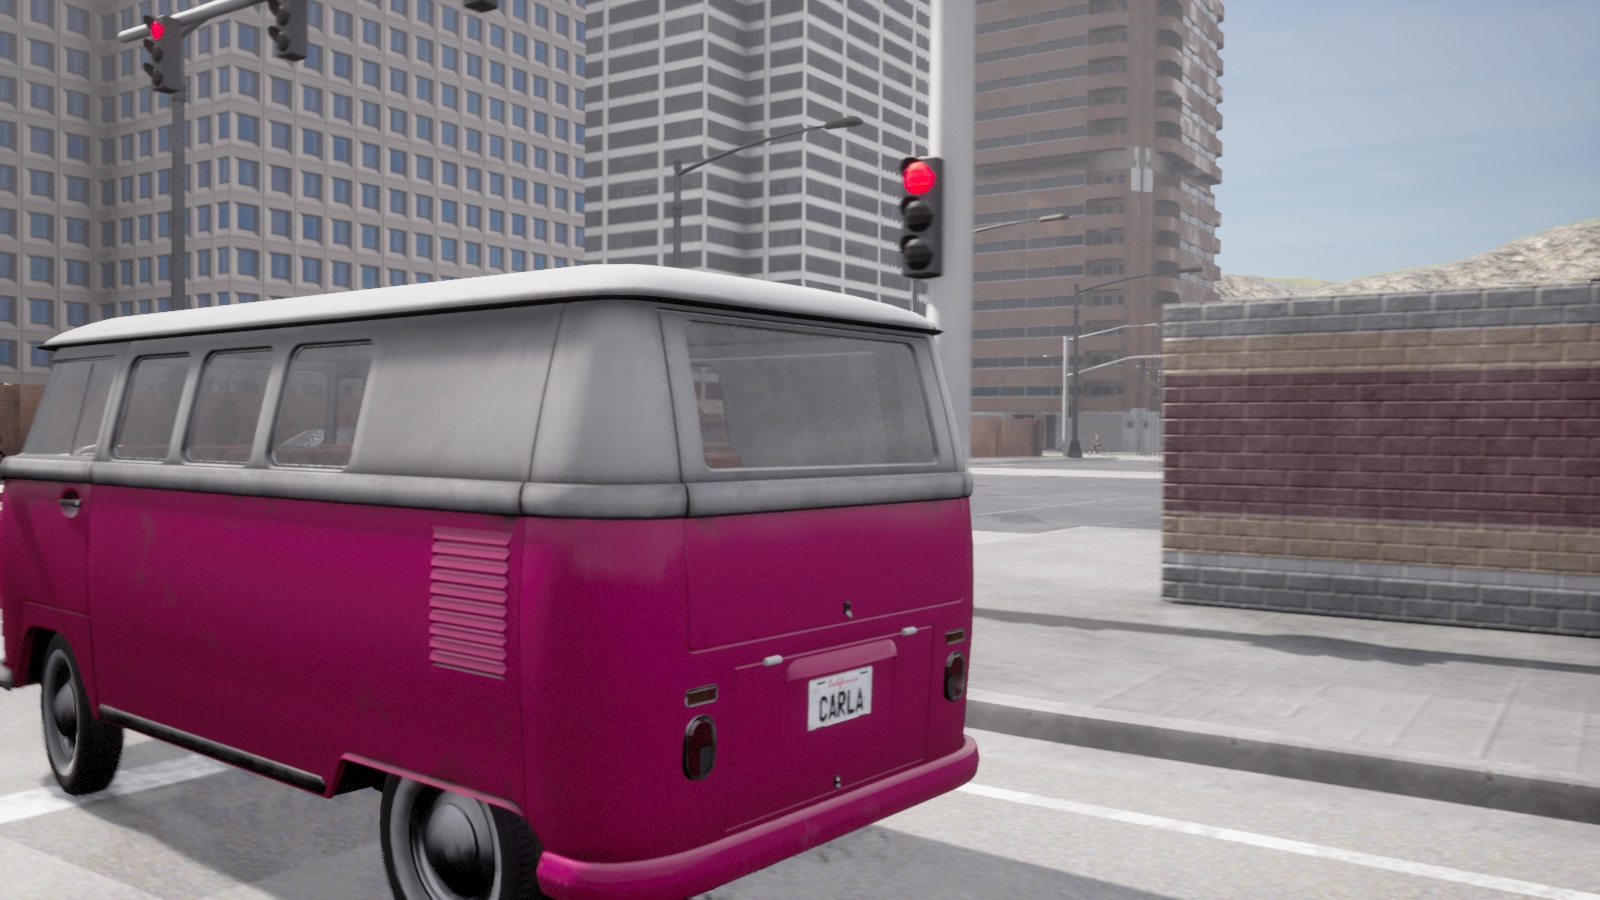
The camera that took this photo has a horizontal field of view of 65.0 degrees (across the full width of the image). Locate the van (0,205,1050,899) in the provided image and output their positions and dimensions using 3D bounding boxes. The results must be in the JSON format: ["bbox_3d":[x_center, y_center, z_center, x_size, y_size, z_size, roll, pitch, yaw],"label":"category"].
[{"bbox_3d":[-1.467,0.436,4.866,4.442,1.987,1.775,0,1,39],"label":"van"}]
